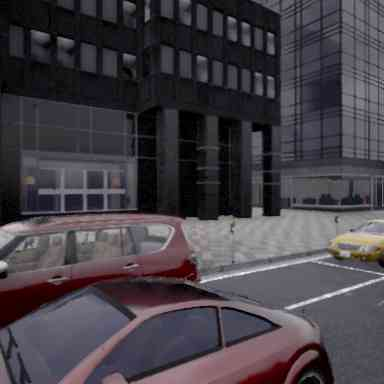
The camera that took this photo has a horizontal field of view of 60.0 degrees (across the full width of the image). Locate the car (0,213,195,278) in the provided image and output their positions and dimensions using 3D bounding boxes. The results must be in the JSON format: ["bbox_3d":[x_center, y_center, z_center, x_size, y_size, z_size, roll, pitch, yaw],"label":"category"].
[{"bbox_3d":[-2.168,1.314,5.108,5.009,1.841,2.192,0,0,-36],"label":"car"}]

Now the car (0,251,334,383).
[{"bbox_3d":[-0.637,1.563,2.927,4.181,1.385,1.994,0,0,-36],"label":"car"}]

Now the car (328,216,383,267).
[{"bbox_3d":[6.526,1.523,11.315,4.829,1.417,1.752,0,0,-36],"label":"car"}]
